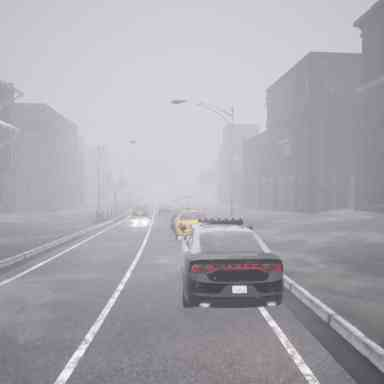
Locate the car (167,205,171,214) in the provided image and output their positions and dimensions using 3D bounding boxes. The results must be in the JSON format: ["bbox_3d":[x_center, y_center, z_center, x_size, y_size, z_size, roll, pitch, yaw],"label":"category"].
[{"bbox_3d":[-0.641,1.858,24.182,1.882,1.535,5.008,0,-2,-6],"label":"car"}]

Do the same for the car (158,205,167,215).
[{"bbox_3d":[-3.801,2.453,47.022,1.895,1.301,4.718,0,0,-5],"label":"car"}]

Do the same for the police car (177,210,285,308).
[{"bbox_3d":[0.676,1.465,8.189,1.930,1.638,5.238,0,-1,-3],"label":"police car"}]

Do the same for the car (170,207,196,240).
[{"bbox_3d":[-0.073,1.670,18.365,1.801,1.575,5.366,0,-1,-5],"label":"car"}]

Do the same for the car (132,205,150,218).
[{"bbox_3d":[-6.137,2.301,39.892,2.128,1.511,4.902,0,-1,-6],"label":"car"}]
